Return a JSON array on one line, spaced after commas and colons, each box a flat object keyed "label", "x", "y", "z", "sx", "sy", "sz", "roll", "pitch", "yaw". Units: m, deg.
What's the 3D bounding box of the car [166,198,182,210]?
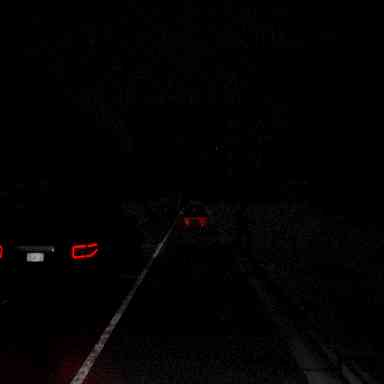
[{"label": "car", "x": -2.379, "y": 1.571, "z": 44.698, "sx": 1.752, "sy": 1.417, "sz": 4.829, "roll": 1, "pitch": 0, "yaw": 0}]

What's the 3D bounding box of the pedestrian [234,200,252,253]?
[{"label": "pedestrian", "x": 1.779, "y": 1.191, "z": 11.712, "sx": 0.375, "sy": 1.860, "sz": 0.375, "roll": -1, "pitch": -1, "yaw": 0}]

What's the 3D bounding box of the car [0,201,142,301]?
[{"label": "car", "x": -2.709, "y": 1.229, "z": 8.464, "sx": 2.150, "sy": 2.045, "sz": 5.566, "roll": 0, "pitch": 0, "yaw": 0}]

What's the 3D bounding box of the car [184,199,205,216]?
[{"label": "car", "x": 0.248, "y": 1.506, "z": 32.548, "sx": 1.882, "sy": 1.535, "sz": 5.008, "roll": 0, "pitch": 0, "yaw": 0}]

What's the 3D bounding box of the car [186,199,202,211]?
[{"label": "car", "x": 0.249, "y": 1.607, "z": 42.957, "sx": 1.994, "sy": 1.385, "sz": 4.181, "roll": 0, "pitch": 0, "yaw": 0}]

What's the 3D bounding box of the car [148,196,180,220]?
[{"label": "car", "x": -2.465, "y": 1.338, "z": 28.272, "sx": 2.192, "sy": 1.841, "sz": 5.009, "roll": 1, "pitch": 0, "yaw": 0}]
